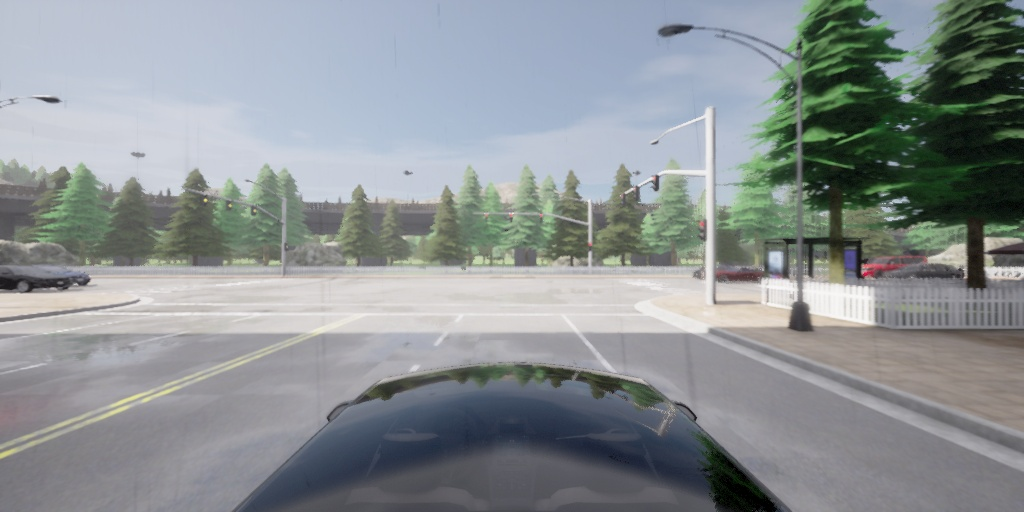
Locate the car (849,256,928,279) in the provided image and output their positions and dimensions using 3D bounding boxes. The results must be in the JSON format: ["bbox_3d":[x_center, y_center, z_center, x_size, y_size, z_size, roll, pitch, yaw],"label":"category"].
[{"bbox_3d":[32.469,1.063,30.800,5.566,2.045,2.150,-1,0,3],"label":"car"}]

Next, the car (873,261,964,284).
[{"bbox_3d":[31.138,1.334,27.320,4.892,1.490,1.837,-1,-1,3],"label":"car"}]

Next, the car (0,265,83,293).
[{"bbox_3d":[-28.286,1.265,20.486,5.008,1.535,1.882,0,0,0],"label":"car"}]

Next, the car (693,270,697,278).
[{"bbox_3d":[17.998,1.414,31.047,4.181,1.385,1.994,0,0,1],"label":"car"}]

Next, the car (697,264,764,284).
[{"bbox_3d":[17.296,1.433,27.572,4.718,1.301,1.895,0,0,0],"label":"car"}]

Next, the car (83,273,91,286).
[{"bbox_3d":[-31.228,1.331,24.008,4.674,1.442,1.812,0,0,0],"label":"car"}]
